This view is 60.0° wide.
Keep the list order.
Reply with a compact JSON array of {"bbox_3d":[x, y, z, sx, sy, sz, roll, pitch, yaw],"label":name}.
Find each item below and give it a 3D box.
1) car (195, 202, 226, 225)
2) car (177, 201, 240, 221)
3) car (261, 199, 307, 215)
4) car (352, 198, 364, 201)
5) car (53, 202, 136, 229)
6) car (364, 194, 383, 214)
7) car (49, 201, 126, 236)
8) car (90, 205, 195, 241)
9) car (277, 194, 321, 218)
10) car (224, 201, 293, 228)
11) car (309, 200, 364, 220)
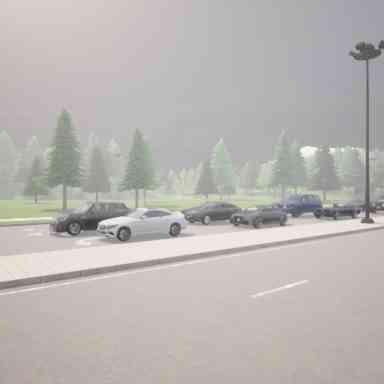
[{"bbox_3d":[1.640,1.503,24.340,4.892,1.490,1.837,0,0,-38],"label":"car"},{"bbox_3d":[1.495,1.546,28.669,5.357,1.411,2.033,0,0,-38],"label":"car"},{"bbox_3d":[9.765,1.489,35.123,4.902,1.511,2.128,0,0,-38],"label":"car"},{"bbox_3d":[18.989,1.498,37.790,4.892,1.490,1.837,-1,1,-37],"label":"car"},{"bbox_3d":[-6.471,1.477,22.436,5.008,1.535,1.882,0,0,-38],"label":"car"},{"bbox_3d":[20.607,1.218,34.623,5.566,2.045,2.150,0,0,-38],"label":"car"},{"bbox_3d":[-5.548,1.351,18.716,4.553,1.767,2.097,0,0,-38],"label":"car"},{"bbox_3d":[-2.392,1.525,16.741,4.674,1.442,1.812,0,0,-38],"label":"car"},{"bbox_3d":[9.853,1.219,30.760,5.566,2.045,2.150,0,0,-37],"label":"car"},{"bbox_3d":[4.469,1.562,22.119,4.181,1.385,1.994,0,0,-39],"label":"car"},{"bbox_3d":[12.295,1.598,28.219,4.718,1.301,1.895,0,0,-38],"label":"car"}]
